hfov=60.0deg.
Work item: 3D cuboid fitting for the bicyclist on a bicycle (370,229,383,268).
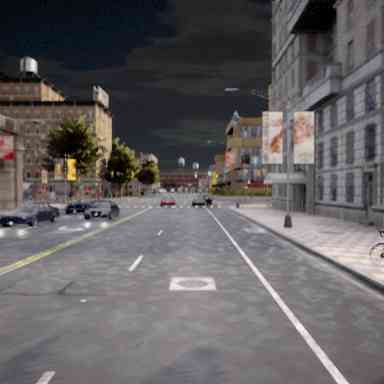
[{"bbox_3d":[5.610,1.247,8.959,1.656,1.620,0.582,0,0,0],"label":"bicyclist on a bicycle"}]

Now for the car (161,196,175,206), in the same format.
[{"bbox_3d":[-3.482,1.269,48.299,1.994,1.385,4.181,0,0,-2],"label":"car"}]

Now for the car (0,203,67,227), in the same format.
[{"bbox_3d":[-10.513,1.410,21.984,2.033,1.411,5.357,0,0,0],"label":"car"}]

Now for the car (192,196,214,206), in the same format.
[{"bbox_3d":[1.611,1.274,47.795,1.994,1.385,4.181,0,0,24],"label":"car"}]

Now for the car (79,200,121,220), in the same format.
[{"bbox_3d":[-6.900,1.408,25.956,1.994,1.385,4.181,0,0,0],"label":"car"}]

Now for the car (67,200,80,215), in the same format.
[{"bbox_3d":[-10.488,1.403,31.973,1.895,1.301,4.718,0,0,0],"label":"car"}]
